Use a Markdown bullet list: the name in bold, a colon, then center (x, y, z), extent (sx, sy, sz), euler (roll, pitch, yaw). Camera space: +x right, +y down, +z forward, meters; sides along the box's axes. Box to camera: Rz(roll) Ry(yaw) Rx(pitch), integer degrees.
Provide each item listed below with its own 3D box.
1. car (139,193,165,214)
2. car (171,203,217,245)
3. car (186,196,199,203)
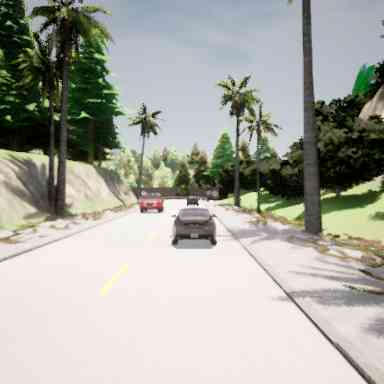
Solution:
- **car**: center (-4.073, 1.137, 34.843), extent (2.150, 2.045, 5.566), euler (0, 0, 0)
- **car**: center (0.097, 1.466, 15.457), extent (1.837, 1.490, 4.892), euler (0, 0, 0)
- **car**: center (0.097, 1.344, 54.219), extent (1.882, 1.535, 5.008), euler (0, 0, 0)
